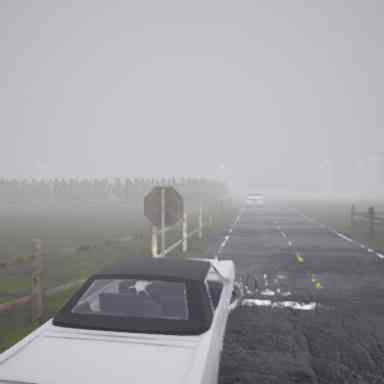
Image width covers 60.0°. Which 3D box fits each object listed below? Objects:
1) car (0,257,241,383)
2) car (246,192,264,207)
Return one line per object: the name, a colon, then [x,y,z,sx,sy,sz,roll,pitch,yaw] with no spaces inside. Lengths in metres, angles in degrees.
car: [-0.412,1.591,4.723,1.895,1.301,4.718,0,0,11]
car: [8.703,0.995,46.218,2.150,2.045,5.566,0,0,11]
